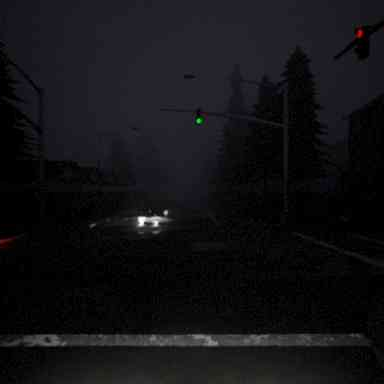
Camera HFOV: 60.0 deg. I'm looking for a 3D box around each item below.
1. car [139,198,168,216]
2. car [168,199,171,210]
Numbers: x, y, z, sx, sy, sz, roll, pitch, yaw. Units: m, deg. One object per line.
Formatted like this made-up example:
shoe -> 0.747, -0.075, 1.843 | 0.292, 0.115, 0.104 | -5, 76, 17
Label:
car -> -3.596, 1.441, 30.278 | 1.994, 1.385, 4.181 | 0, 0, 0
car -> -3.581, 1.382, 40.654 | 2.033, 1.411, 5.357 | 0, 0, 0
